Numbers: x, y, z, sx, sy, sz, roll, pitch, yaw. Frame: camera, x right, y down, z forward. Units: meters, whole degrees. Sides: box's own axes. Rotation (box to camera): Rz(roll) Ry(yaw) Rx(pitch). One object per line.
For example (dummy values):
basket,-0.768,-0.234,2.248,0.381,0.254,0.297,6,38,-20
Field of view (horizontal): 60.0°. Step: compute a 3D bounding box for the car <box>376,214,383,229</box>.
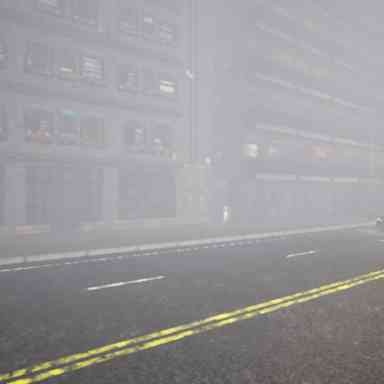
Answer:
car,14.181,1.735,22.348,4.674,1.442,1.812,1,0,-37
